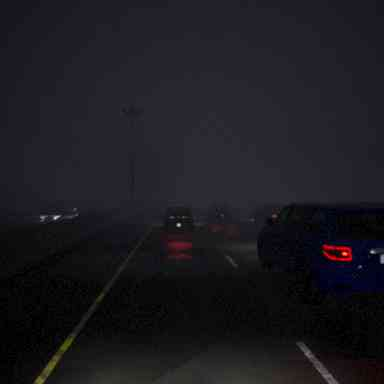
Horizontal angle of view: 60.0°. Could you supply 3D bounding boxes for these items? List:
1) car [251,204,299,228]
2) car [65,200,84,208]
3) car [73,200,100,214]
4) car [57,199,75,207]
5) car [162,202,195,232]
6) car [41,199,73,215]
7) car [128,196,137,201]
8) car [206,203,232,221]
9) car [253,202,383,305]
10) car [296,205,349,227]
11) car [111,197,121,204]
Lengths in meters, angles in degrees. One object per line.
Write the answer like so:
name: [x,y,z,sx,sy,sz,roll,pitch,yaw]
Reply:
car: [5.979,1.660,24.767,2.033,1.411,5.357,0,0,-3]
car: [-20.343,2.066,57.838,1.994,1.385,4.181,0,0,-2]
car: [-12.525,1.832,40.629,2.128,1.511,4.902,0,0,-3]
car: [-24.101,2.121,63.567,1.994,1.385,4.181,0,0,-3]
car: [-0.871,1.646,21.482,1.837,1.490,4.892,0,0,-3]
car: [-15.950,1.860,39.028,1.837,1.490,4.892,0,0,-3]
car: [-14.479,1.823,81.380,1.837,1.490,4.892,0,0,-3]
car: [2.293,1.688,28.654,1.812,1.442,4.674,0,0,-3]
car: [3.253,1.251,8.351,2.150,2.045,5.566,0,0,-2]
car: [9.489,1.688,24.651,1.895,1.301,4.718,0,0,-3]
car: [-17.825,2.022,78.254,1.812,1.442,4.674,0,0,-3]
